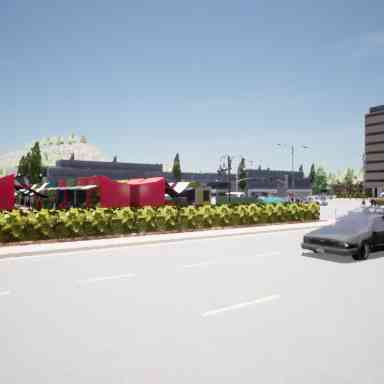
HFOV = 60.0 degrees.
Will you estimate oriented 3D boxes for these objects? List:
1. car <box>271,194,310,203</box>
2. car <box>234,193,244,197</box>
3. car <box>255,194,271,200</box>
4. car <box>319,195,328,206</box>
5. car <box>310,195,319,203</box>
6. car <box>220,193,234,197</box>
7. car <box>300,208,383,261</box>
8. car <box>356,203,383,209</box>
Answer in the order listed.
[{"bbox_3d":[14.052,1.209,47.762,1.932,1.855,4.605,0,0,-33],"label":"car"},{"bbox_3d":[10.378,1.209,84.288,1.932,1.855,4.605,0,0,-33],"label":"car"},{"bbox_3d":[15.238,1.451,66.654,1.970,1.475,3.806,0,0,-33],"label":"car"},{"bbox_3d":[18.691,1.451,50.861,1.970,1.475,3.806,0,0,-33],"label":"car"},{"bbox_3d":[16.269,1.419,49.275,1.784,1.438,3.905,0,0,-33],"label":"car"},{"bbox_3d":[7.927,1.211,82.747,1.905,1.878,3.866,0,0,-33],"label":"car"},{"bbox_3d":[6.448,1.548,12.455,5.357,1.411,2.033,0,0,-34],"label":"car"},{"bbox_3d":[10.031,1.564,19.012,4.181,1.385,1.994,0,0,-33],"label":"car"}]
